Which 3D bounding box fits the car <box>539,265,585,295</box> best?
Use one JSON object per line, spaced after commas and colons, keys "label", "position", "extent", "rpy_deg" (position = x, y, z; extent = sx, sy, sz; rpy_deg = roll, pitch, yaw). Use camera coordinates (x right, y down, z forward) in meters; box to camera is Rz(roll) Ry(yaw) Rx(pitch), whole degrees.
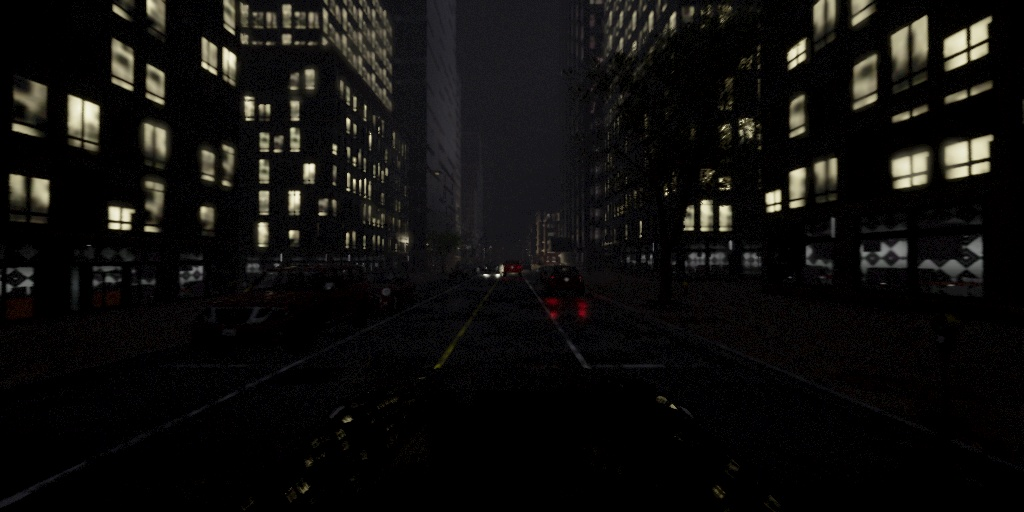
{"label": "car", "position": [2.994, 1.324, 21.715], "extent": [2.097, 1.767, 4.553], "rpy_deg": [0, -1, 0]}

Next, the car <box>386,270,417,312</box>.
{"label": "car", "position": [-5.312, 1.333, 14.788], "extent": [1.967, 1.591, 4.097], "rpy_deg": [0, 0, 0]}

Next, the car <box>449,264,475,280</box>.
{"label": "car", "position": [-5.305, 1.581, 37.021], "extent": [1.967, 1.591, 4.097], "rpy_deg": [0, 0, 0]}

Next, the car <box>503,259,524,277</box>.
{"label": "car", "position": [0.071, 1.443, 44.478], "extent": [2.150, 2.045, 5.566], "rpy_deg": [0, 0, 1]}

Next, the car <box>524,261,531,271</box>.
{"label": "car", "position": [2.584, 2.009, 64.810], "extent": [2.007, 1.370, 4.403], "rpy_deg": [0, 0, 0]}

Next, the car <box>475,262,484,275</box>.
{"label": "car", "position": [-5.301, 1.818, 48.137], "extent": [2.007, 1.370, 4.403], "rpy_deg": [0, 0, 0]}

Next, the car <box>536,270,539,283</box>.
{"label": "car", "position": [3.022, 1.528, 28.743], "extent": [1.882, 1.535, 5.008], "rpy_deg": [0, -1, 0]}

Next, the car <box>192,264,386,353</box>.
{"label": "car", "position": [-5.313, 1.146, 9.229], "extent": [2.192, 1.841, 5.009], "rpy_deg": [0, 0, 0]}

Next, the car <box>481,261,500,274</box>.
{"label": "car", "position": [-2.796, 1.658, 51.524], "extent": [2.097, 1.767, 4.553], "rpy_deg": [0, -1, 0]}
